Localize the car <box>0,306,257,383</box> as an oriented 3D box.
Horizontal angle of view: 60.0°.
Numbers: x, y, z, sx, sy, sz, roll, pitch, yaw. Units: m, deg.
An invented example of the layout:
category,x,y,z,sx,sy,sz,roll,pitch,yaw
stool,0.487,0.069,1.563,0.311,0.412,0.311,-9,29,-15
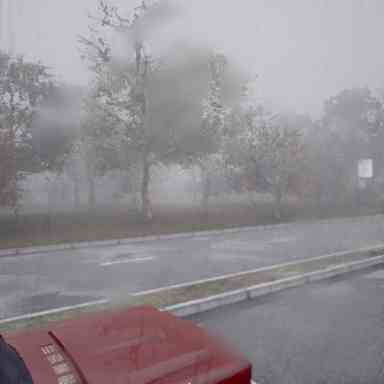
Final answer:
category,x,y,z,sx,sy,sz,roll,pitch,yaw
car,-1.754,1.602,2.187,4.718,1.301,1.895,0,0,-35
